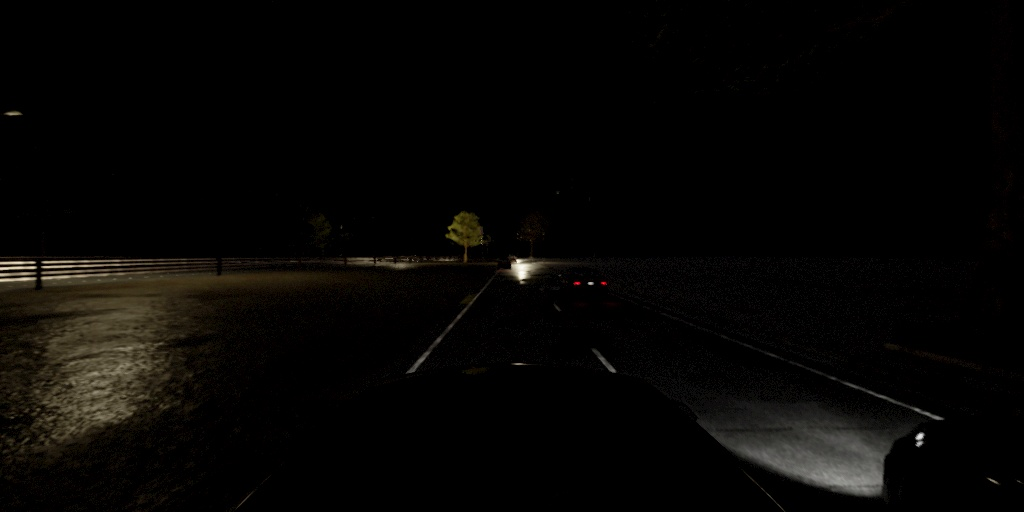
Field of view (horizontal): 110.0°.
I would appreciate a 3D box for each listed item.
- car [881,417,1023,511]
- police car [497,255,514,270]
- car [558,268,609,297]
[{"bbox_3d":[3.604,1.315,0.755,1.994,1.385,4.181,0,0,0],"label":"car"},{"bbox_3d":[-1.037,1.075,50.269,1.930,1.638,5.238,0,0,0],"label":"police car"},{"bbox_3d":[3.604,1.311,18.930,2.033,1.411,5.357,0,0,0],"label":"car"}]
